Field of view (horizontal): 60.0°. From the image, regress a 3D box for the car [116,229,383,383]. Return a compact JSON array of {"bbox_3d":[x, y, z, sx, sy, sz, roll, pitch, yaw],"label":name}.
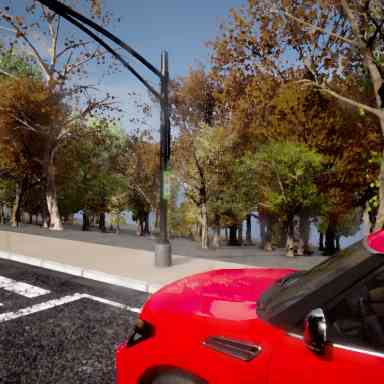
[{"bbox_3d":[1.984,1.222,2.298,5.566,2.045,2.150,0,0,34],"label":"car"}]
